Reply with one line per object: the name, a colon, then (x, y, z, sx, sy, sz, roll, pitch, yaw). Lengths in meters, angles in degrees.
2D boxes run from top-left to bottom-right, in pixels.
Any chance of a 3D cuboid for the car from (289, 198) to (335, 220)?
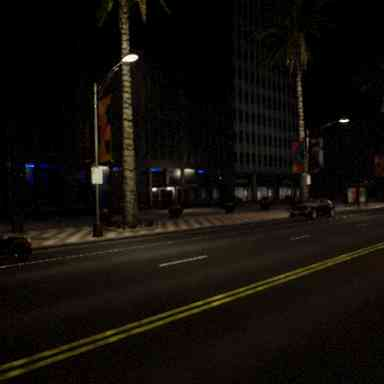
car: (9.542, 1.279, 26.210, 4.892, 1.521, 2.231, -1, 0, -42)
